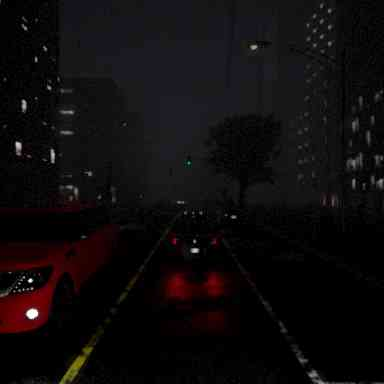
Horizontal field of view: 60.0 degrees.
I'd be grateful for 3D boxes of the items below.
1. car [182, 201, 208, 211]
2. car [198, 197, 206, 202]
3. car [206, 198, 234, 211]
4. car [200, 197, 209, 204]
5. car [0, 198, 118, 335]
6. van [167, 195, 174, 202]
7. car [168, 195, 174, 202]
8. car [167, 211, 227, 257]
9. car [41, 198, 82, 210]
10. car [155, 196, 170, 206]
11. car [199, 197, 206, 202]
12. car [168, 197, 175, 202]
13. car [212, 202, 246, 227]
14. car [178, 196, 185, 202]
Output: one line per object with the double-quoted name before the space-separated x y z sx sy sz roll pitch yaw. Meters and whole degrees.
"car" 0.091 1.713 28.579 1.895 1.301 4.718 0 0 0
"car" 2.668 1.984 89.030 1.802 1.307 4.206 0 0 0
"car" 2.685 1.430 28.981 2.192 1.841 5.009 0 0 0
"car" 2.672 1.840 72.603 1.752 1.417 4.829 0 0 0
"car" -3.103 1.248 7.106 2.150 2.045 5.566 0 0 0
"van" -5.712 1.742 89.030 1.690 1.788 3.998 0 0 0
"car" -5.708 1.864 72.431 2.008 1.369 4.403 0 0 0
"car" 0.095 1.651 13.139 1.895 1.301 4.718 0 0 0
"car" -16.437 1.508 41.958 4.403 1.369 2.008 1 -1 -1
"car" -5.705 1.809 61.366 2.008 1.369 4.403 0 0 0
"car" 2.675 1.803 61.368 1.887 1.381 4.507 0 0 0
"car" -5.714 2.013 94.561 1.802 1.307 4.206 0 0 0
"car" 2.686 1.658 23.457 1.947 1.339 4.313 0 0 0
"car" -3.025 1.904 93.962 2.128 1.511 4.902 0 0 0
